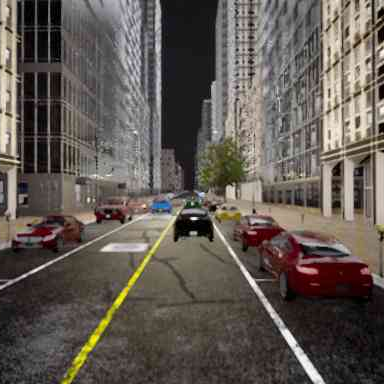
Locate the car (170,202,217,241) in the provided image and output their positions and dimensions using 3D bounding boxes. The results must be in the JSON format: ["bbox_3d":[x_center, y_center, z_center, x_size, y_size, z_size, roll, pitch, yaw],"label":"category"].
[{"bbox_3d":[0.070,1.506,16.698,1.837,1.490,4.892,0,1,0],"label":"car"}]

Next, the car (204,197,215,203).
[{"bbox_3d":[2.674,1.546,36.405,1.947,1.339,4.313,0,0,0],"label":"car"}]

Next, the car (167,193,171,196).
[{"bbox_3d":[-5.724,1.497,64.795,1.887,1.381,4.507,1,0,0],"label":"car"}]

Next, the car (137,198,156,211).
[{"bbox_3d":[-5.710,1.513,41.924,1.752,1.417,4.829,0,0,0],"label":"car"}]

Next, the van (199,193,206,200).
[{"bbox_3d":[2.645,1.226,87.476,1.690,1.788,3.998,1,0,0],"label":"van"}]

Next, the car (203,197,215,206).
[{"bbox_3d":[2.663,1.539,53.429,1.802,1.307,4.206,0,0,0],"label":"car"}]

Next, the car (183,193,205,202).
[{"bbox_3d":[0.071,1.334,38.590,2.097,1.767,4.553,0,0,0],"label":"car"}]

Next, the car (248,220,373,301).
[{"bbox_3d":[2.691,1.578,8.031,1.802,1.307,4.206,0,0,0],"label":"car"}]

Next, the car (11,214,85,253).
[{"bbox_3d":[-5.693,1.592,13.715,1.802,1.307,4.206,0,0,0],"label":"car"}]

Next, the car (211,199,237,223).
[{"bbox_3d":[2.681,1.515,25.226,1.752,1.417,4.829,0,0,0],"label":"car"}]

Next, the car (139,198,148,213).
[{"bbox_3d":[-5.706,1.434,36.418,1.967,1.590,4.097,0,0,0],"label":"car"}]

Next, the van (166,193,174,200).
[{"bbox_3d":[-5.736,1.240,87.497,1.690,1.788,3.998,1,0,0],"label":"van"}]

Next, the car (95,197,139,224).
[{"bbox_3d":[-5.698,1.319,25.067,2.192,1.841,5.009,0,0,0],"label":"car"}]

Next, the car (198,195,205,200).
[{"bbox_3d":[2.639,1.420,93.151,2.008,1.369,4.403,1,0,0],"label":"car"}]

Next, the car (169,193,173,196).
[{"bbox_3d":[-5.727,1.492,70.473,2.008,1.369,4.403,1,0,0],"label":"car"}]

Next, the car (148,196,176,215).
[{"bbox_3d":[-3.023,1.469,34.258,1.882,1.535,5.008,0,0,0],"label":"car"}]

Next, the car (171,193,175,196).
[{"bbox_3d":[-5.733,1.354,81.822,1.967,1.590,4.097,1,0,0],"label":"car"}]

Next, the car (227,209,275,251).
[{"bbox_3d":[2.688,1.577,13.706,1.802,1.307,4.206,0,0,0],"label":"car"}]
